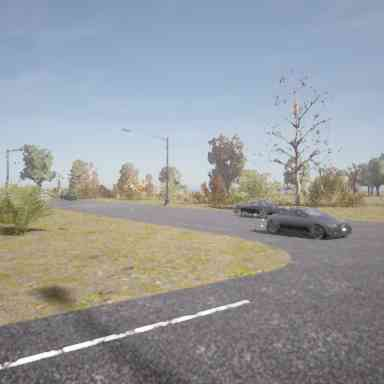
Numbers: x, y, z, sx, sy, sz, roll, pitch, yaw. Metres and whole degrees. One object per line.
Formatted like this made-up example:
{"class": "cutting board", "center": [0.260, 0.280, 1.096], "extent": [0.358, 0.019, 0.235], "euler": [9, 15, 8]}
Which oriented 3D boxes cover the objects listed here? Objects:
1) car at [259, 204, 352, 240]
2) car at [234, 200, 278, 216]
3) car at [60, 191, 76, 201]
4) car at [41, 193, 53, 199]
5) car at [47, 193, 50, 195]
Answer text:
{"class": "car", "center": [5.853, 1.541, 17.012], "extent": [1.994, 1.385, 4.181], "euler": [0, 0, -37]}
{"class": "car", "center": [5.705, 1.412, 28.822], "extent": [2.128, 1.511, 4.902], "euler": [0, 0, -37]}
{"class": "car", "center": [-26.724, 0.858, 71.757], "extent": [2.150, 2.045, 5.566], "euler": [0, 0, -37]}
{"class": "car", "center": [-37.651, 1.012, 86.225], "extent": [1.837, 1.490, 4.892], "euler": [0, 0, -37]}
{"class": "car", "center": [-28.294, 0.905, 63.243], "extent": [2.150, 2.045, 5.566], "euler": [0, 0, -32]}
